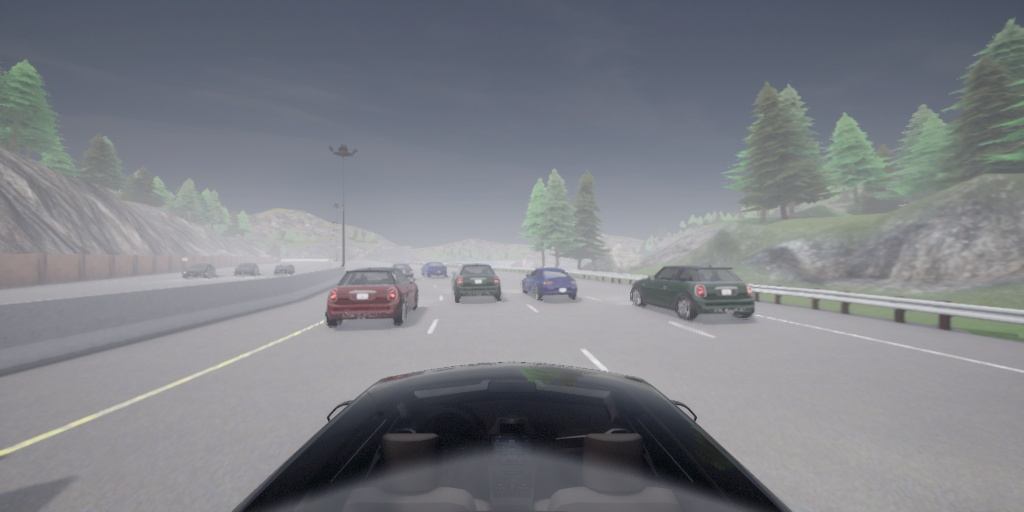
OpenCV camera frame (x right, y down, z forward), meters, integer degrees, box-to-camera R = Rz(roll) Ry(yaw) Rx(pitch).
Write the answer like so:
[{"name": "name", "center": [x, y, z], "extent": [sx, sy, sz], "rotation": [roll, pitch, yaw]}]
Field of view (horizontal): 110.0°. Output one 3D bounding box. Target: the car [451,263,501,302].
[{"name": "car", "center": [-1.869, 1.141, 17.653], "extent": [2.097, 1.767, 4.553], "rotation": [0, 0, -11]}]

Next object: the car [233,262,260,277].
[{"name": "car", "center": [-29.380, 1.491, 39.842], "extent": [1.837, 1.490, 4.892], "rotation": [0, 0, -27]}]

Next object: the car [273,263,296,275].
[{"name": "car", "center": [-26.693, 1.542, 42.292], "extent": [1.994, 1.385, 4.181], "rotation": [0, 0, -27]}]

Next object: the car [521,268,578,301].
[{"name": "car", "center": [1.739, 1.294, 17.591], "extent": [1.812, 1.442, 4.674], "rotation": [0, 0, -11]}]

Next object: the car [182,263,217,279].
[{"name": "car", "center": [-31.491, 1.500, 36.267], "extent": [1.837, 1.490, 4.892], "rotation": [0, 0, -27]}]

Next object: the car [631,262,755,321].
[{"name": "car", "center": [6.030, 1.087, 12.626], "extent": [2.097, 1.767, 4.553], "rotation": [0, 0, -7]}]

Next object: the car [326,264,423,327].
[{"name": "car", "center": [-4.429, 1.146, 12.046], "extent": [2.097, 1.767, 4.553], "rotation": [0, 0, -8]}]

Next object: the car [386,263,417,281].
[{"name": "car", "center": [-10.123, 1.411, 32.588], "extent": [2.033, 1.411, 5.357], "rotation": [0, 0, -24]}]

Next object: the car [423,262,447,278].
[{"name": "car", "center": [-7.836, 1.334, 35.853], "extent": [1.882, 1.535, 5.008], "rotation": [0, 0, -24]}]
